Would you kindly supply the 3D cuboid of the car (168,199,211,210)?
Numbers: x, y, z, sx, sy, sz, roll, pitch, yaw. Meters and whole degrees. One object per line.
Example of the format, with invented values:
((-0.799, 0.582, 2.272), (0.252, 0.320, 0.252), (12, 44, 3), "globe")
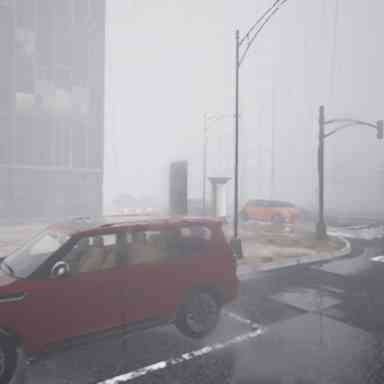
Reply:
((-0.179, 1.387, 30.950), (2.033, 1.411, 5.357), (1, 0, -36), "car")

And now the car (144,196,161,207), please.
((-5.841, 1.226, 44.068), (1.812, 1.442, 4.674), (1, 0, -36), "car")

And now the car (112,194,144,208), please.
((-8.337, 1.019, 41.978), (2.097, 1.767, 4.553), (1, 0, -36), "car")

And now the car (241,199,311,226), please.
((5.513, 1.312, 23.226), (2.097, 1.767, 4.553), (1, 0, -36), "car")

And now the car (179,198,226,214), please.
((0.981, 1.391, 34.848), (2.033, 1.411, 5.357), (1, 0, -36), "car")

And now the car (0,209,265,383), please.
((-1.483, 1.329, 5.123), (5.009, 1.841, 2.192), (1, 0, -35), "car")
